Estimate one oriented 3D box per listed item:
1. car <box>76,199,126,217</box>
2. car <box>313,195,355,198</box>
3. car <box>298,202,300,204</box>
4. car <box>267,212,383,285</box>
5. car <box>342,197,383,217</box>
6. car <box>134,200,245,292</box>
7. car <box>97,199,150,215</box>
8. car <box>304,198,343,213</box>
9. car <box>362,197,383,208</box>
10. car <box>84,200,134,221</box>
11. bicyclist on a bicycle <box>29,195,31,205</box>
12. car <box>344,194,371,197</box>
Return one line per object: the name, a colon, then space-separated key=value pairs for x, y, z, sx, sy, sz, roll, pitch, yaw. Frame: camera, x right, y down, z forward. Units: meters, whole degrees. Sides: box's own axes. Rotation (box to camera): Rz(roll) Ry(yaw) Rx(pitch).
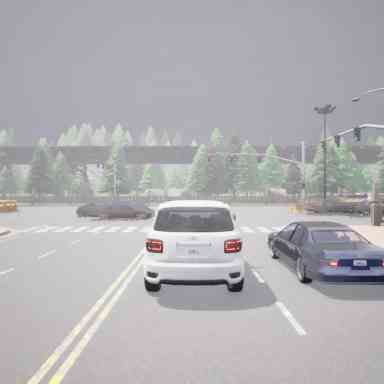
car: x=-8.307 y=1.564 z=30.217 sx=4.181 sy=1.385 sz=1.994 roll=0 pitch=0 yaw=0
car: x=16.671 y=1.491 z=40.779 sx=4.902 sy=1.511 sz=2.128 roll=0 pitch=0 yaw=0
car: x=17.827 y=1.477 z=47.774 sx=5.008 sy=1.535 sz=1.882 roll=0 pitch=0 yaw=0
car: x=3.576 y=1.547 z=9.550 sx=2.033 sy=1.411 sz=5.357 roll=0 pitch=0 yaw=0
car: x=16.780 y=1.493 z=30.079 sx=4.902 sy=1.511 sz=2.128 roll=0 pitch=0 yaw=0
car: x=0.067 y=1.221 z=9.061 sx=2.150 sy=2.045 sz=5.566 roll=0 pitch=0 yaw=1
car: x=-6.855 y=1.491 z=33.710 sx=4.902 sy=1.511 sz=2.128 roll=0 pitch=0 yaw=0
car: x=14.210 y=1.547 z=33.593 sx=5.357 sy=1.411 sz=2.033 roll=0 pitch=0 yaw=0
car: x=27.319 y=1.505 z=47.727 sx=4.892 sy=1.490 sz=1.837 roll=0 pitch=0 yaw=0
car: x=-5.505 y=1.547 z=26.703 sx=5.357 sy=1.411 sz=2.033 roll=0 pitch=0 yaw=0
bicyclist on a bicycle: x=-27.018 y=1.301 z=55.805 sx=0.582 sy=1.620 sz=1.656 roll=0 pitch=0 yaw=0
car: x=21.113 y=1.221 z=44.256 sx=5.566 sy=2.045 sz=2.150 roll=0 pitch=0 yaw=0
